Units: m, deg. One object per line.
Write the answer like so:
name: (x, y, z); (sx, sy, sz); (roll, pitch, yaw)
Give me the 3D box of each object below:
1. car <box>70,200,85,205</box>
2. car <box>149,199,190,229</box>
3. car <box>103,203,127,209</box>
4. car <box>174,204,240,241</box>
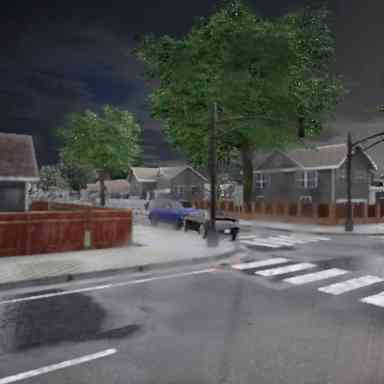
car: (-18.220, 2.100, 52.779); (1.882, 1.535, 5.008); (0, -1, -28)
car: (-1.182, 1.559, 24.153); (2.150, 2.045, 5.566); (0, -1, -33)
car: (-8.103, 1.927, 34.839); (2.128, 1.511, 4.902); (0, -1, -31)
car: (0.921, 1.703, 18.396); (2.128, 1.511, 4.902); (6, -2, -20)
